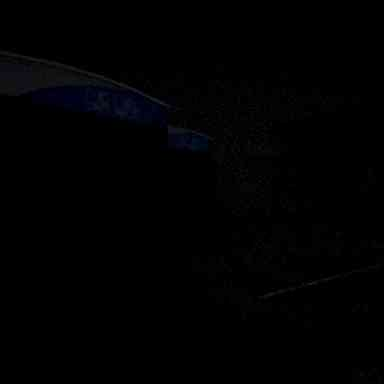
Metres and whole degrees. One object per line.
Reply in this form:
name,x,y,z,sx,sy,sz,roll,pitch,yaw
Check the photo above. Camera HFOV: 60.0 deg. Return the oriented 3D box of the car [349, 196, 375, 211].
car,19.352,1.363,38.833,4.611,1.667,2.242,0,0,-36
